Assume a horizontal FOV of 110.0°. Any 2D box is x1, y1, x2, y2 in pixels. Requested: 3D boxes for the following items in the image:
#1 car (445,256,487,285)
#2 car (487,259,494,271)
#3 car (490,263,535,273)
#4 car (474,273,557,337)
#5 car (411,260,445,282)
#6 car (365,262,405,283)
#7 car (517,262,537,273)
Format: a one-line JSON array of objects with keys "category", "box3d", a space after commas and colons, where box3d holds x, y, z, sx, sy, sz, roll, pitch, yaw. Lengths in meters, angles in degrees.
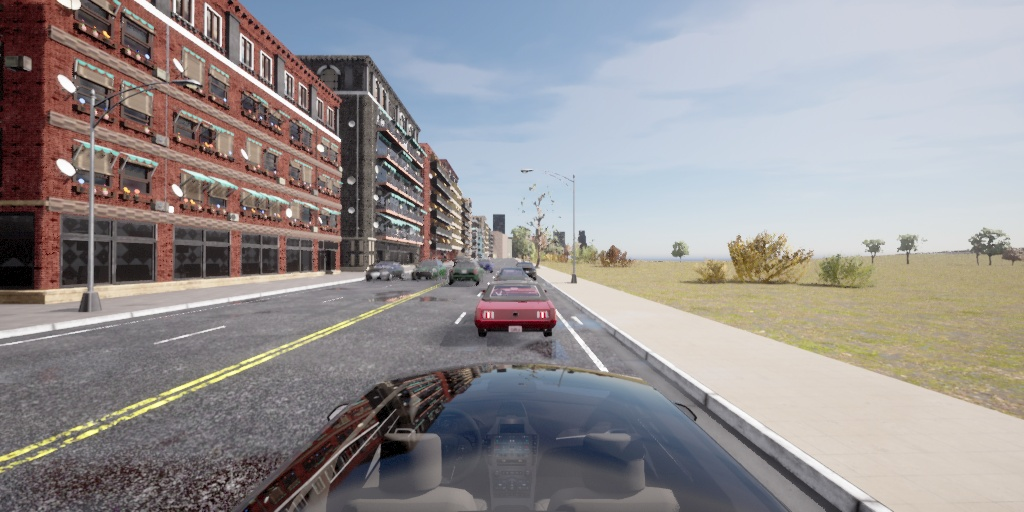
[{"category": "car", "box3d": [-3.228, 1.102, 26.161, 2.097, 1.767, 4.553, 0, 0, 0]}, {"category": "car", "box3d": [-3.279, 1.104, 43.769, 2.097, 1.767, 4.553, 0, 0, 0]}, {"category": "car", "box3d": [0.034, 1.315, 20.288, 1.994, 1.385, 4.181, 0, 0, 0]}, {"category": "car", "box3d": [0.074, 1.351, 10.257, 1.895, 1.301, 4.718, 0, 0, 0]}, {"category": "car", "box3d": [-6.687, 1.102, 29.206, 2.097, 1.767, 4.553, 0, 0, 0]}, {"category": "car", "box3d": [-9.935, 1.242, 28.388, 2.128, 1.511, 4.902, 0, 0, 0]}, {"category": "car", "box3d": [1.048, 1.256, 30.282, 1.837, 1.490, 4.892, 0, 0, 0]}]
